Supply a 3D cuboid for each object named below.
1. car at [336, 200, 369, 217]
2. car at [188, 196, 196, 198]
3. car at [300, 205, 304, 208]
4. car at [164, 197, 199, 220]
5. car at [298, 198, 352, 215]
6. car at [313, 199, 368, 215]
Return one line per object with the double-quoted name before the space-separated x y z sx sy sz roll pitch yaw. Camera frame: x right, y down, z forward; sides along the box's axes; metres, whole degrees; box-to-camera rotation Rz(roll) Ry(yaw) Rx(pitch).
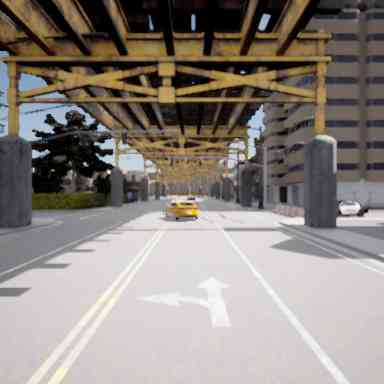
"car" 13.258 1.469 29.847 4.974 1.542 2.038 0 0 -20
"car" -0.010 1.439 71.883 1.895 1.301 4.718 0 0 0
"car" 13.631 1.313 33.984 4.536 1.218 1.853 0 0 25
"car" -0.947 1.494 28.445 1.882 1.535 5.008 1 0 -18
"car" 13.583 1.470 34.006 4.974 1.542 2.038 0 0 25
"car" 13.306 1.312 29.865 4.536 1.218 1.853 0 0 -20
